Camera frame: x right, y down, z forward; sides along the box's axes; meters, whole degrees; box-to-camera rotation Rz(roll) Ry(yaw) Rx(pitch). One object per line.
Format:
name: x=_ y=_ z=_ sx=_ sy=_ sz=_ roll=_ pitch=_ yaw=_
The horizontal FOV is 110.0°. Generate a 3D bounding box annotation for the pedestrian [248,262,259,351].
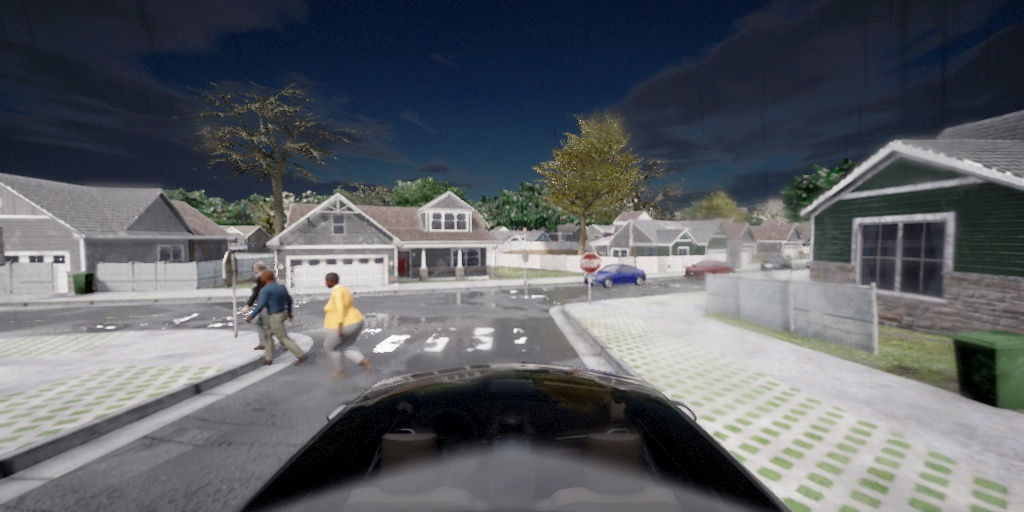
pedestrian: x=-4.797 y=0.938 z=7.042 sx=0.375 sy=1.860 sz=0.375 roll=-3 pitch=3 yaw=0

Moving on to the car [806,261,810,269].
car: x=33.190 y=0.949 z=38.588 sx=4.674 sy=1.442 sz=1.812 roll=-2 pitch=3 yaw=-38

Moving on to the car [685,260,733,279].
car: x=16.258 y=1.100 z=29.532 sx=5.008 sy=1.535 sz=1.882 roll=-1 pitch=3 yaw=-34

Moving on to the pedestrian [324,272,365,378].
pedestrian: x=-2.777 y=1.077 z=5.849 sx=0.375 sy=1.860 sz=0.375 roll=-3 pitch=3 yaw=0

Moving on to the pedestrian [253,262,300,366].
pedestrian: x=-4.274 y=1.083 z=6.516 sx=0.375 sy=1.860 sz=0.375 roll=-3 pitch=3 yaw=0

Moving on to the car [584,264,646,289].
car: x=6.921 y=1.267 z=23.845 sx=4.674 sy=1.442 sz=1.812 roll=-1 pitch=3 yaw=-30

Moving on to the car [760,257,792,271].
car: x=28.289 y=0.887 z=38.303 sx=4.902 sy=1.511 sz=2.128 roll=-1 pitch=3 yaw=-38
